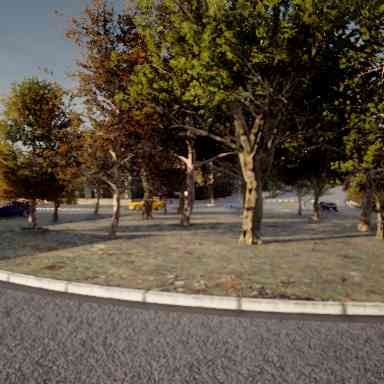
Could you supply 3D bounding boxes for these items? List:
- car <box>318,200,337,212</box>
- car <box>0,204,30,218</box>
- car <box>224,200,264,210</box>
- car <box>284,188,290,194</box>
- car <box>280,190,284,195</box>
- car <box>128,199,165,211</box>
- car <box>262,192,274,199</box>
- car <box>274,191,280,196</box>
[{"bbox_3d":[18.433,1.894,45.656,1.837,1.490,4.892,-1,1,8],"label":"car"},{"bbox_3d":[-15.467,1.459,27.136,1.882,1.535,5.008,0,-1,14],"label":"car"},{"bbox_3d":[7.151,1.860,46.012,5.357,1.411,2.033,1,0,10],"label":"car"},{"bbox_3d":[24.168,-0.376,90.717,2.435,2.045,5.566,0,3,27],"label":"car"},{"bbox_3d":[21.550,0.161,85.553,1.946,1.575,5.366,0,3,27],"label":"car"},{"bbox_3d":[-5.928,1.663,44.048,5.008,1.535,1.882,1,0,-22],"label":"car"},{"bbox_3d":[16.559,0.712,75.713,1.946,1.575,5.366,0,3,27],"label":"car"},{"bbox_3d":[19.058,0.435,80.630,1.946,1.575,5.366,0,3,27],"label":"car"}]
